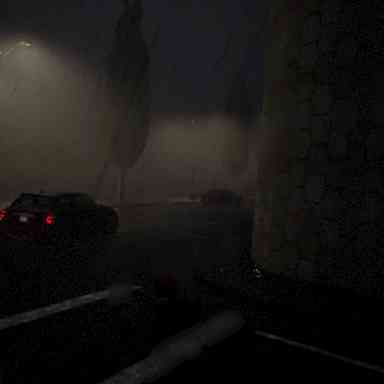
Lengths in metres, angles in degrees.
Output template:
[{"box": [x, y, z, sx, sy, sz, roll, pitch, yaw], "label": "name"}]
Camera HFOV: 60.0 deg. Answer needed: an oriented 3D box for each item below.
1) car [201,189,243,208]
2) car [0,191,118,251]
[{"box": [2.719, 0.493, 29.169, 1.882, 1.535, 5.008, 6, 4, 35], "label": "car"}, {"box": [-4.354, 0.749, 11.679, 2.097, 1.767, 4.553, 5, 3, 14], "label": "car"}]
